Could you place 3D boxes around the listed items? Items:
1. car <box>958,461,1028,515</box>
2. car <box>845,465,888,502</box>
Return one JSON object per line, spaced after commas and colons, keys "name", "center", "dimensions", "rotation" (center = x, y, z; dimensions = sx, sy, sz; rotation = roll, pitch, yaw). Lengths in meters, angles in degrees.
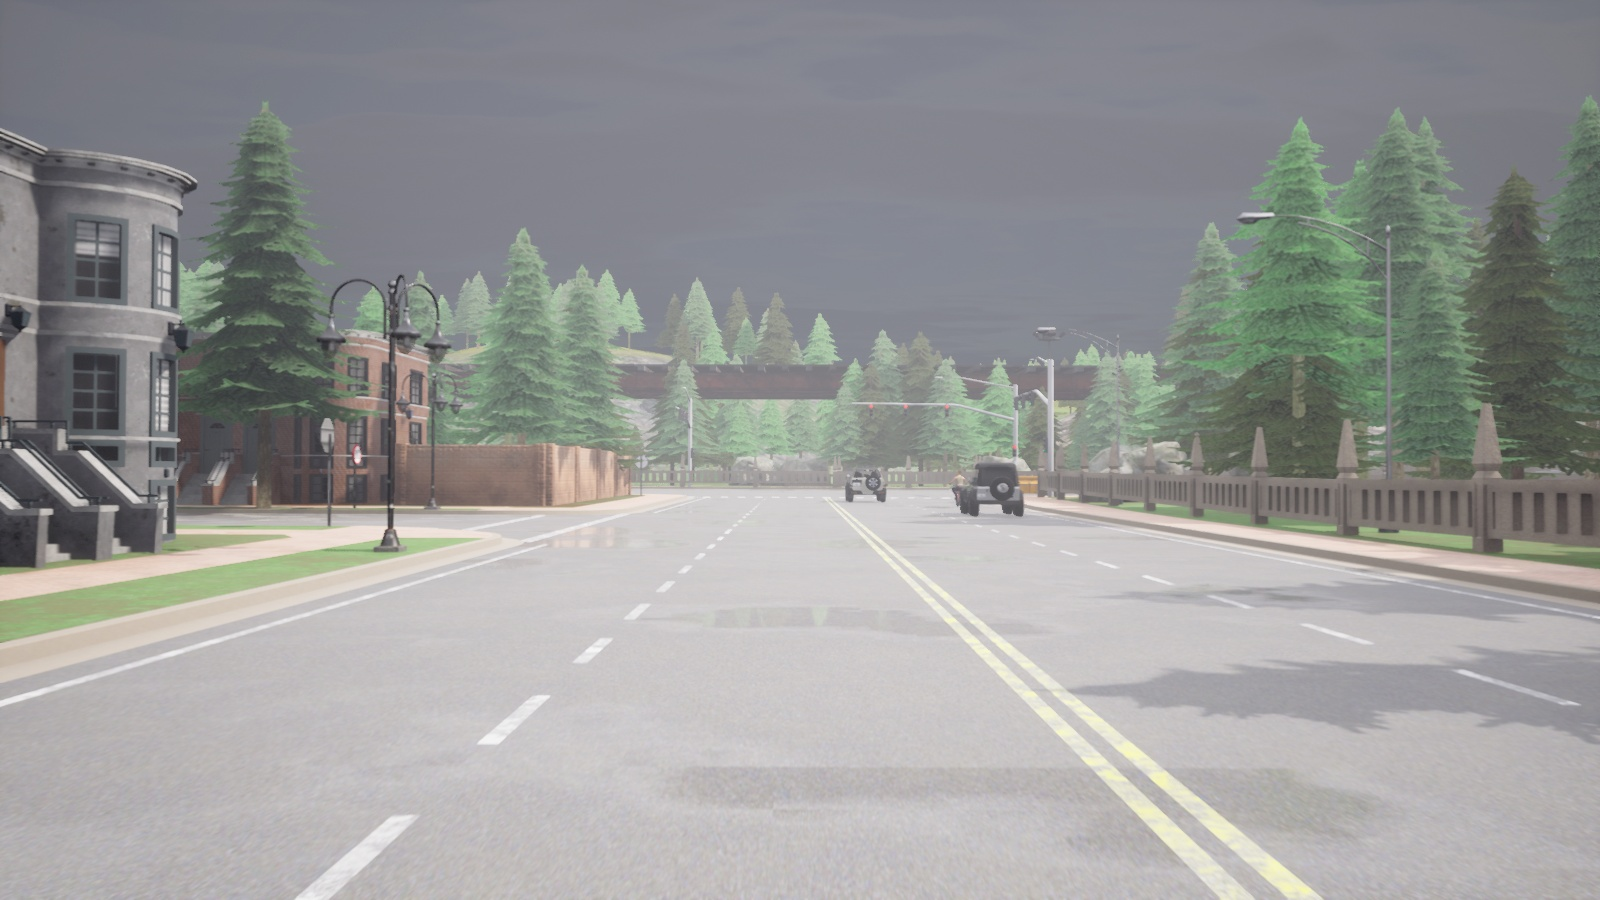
{"name": "car", "center": [6.891, 1.340, 45.285], "dimensions": [1.905, 1.878, 3.866], "rotation": [0, -1, 0]}
{"name": "car", "center": [3.346, 1.693, 64.288], "dimensions": [1.932, 1.855, 4.605], "rotation": [0, -1, 0]}
